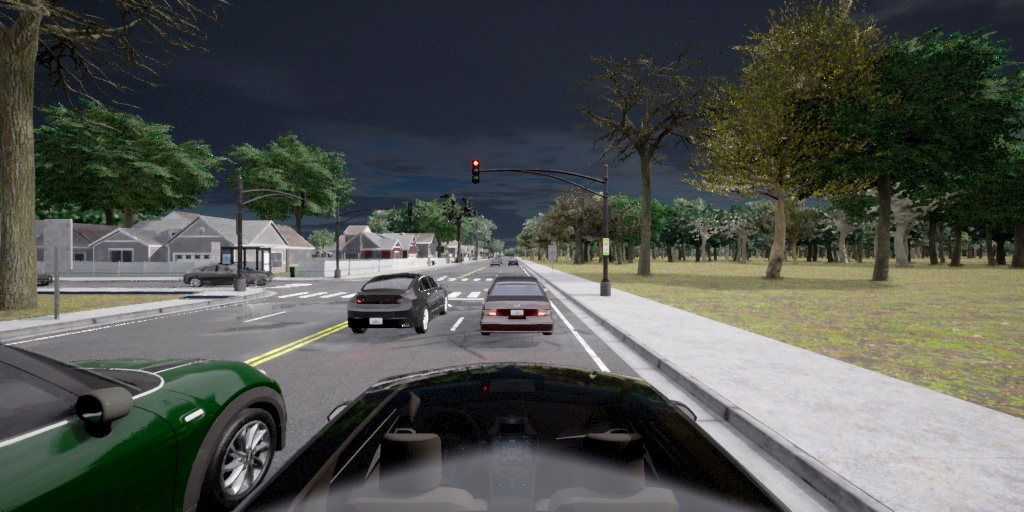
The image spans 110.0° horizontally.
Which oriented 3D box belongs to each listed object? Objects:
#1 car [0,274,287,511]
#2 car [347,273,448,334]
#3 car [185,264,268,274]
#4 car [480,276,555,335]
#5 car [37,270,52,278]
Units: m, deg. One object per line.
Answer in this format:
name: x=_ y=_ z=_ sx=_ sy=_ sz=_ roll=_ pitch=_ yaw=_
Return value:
car: x=-3.148 y=1.102 z=1.484 sx=2.097 sy=1.767 sz=4.553 roll=0 pitch=0 yaw=0
car: x=-3.138 y=1.254 z=10.682 sx=1.837 sy=1.490 sz=4.892 roll=0 pitch=0 yaw=0
car: x=-18.170 y=1.277 z=23.035 sx=4.892 sy=1.490 sz=1.837 roll=0 pitch=0 yaw=-2
car: x=0.118 y=1.297 z=10.429 sx=2.033 sy=1.411 sz=5.357 roll=0 pitch=0 yaw=0
car: x=-32.646 y=1.148 z=23.008 sx=4.553 sy=1.767 sz=2.097 roll=0 pitch=0 yaw=1
